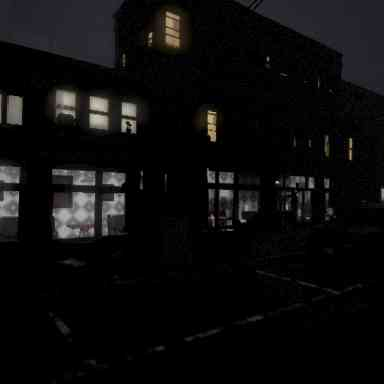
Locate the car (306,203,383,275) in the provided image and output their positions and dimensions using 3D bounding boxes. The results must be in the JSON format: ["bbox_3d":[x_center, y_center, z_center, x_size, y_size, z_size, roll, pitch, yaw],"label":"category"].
[{"bbox_3d":[5.839,1.316,10.701,5.009,1.841,2.192,0,1,-35],"label":"car"}]
